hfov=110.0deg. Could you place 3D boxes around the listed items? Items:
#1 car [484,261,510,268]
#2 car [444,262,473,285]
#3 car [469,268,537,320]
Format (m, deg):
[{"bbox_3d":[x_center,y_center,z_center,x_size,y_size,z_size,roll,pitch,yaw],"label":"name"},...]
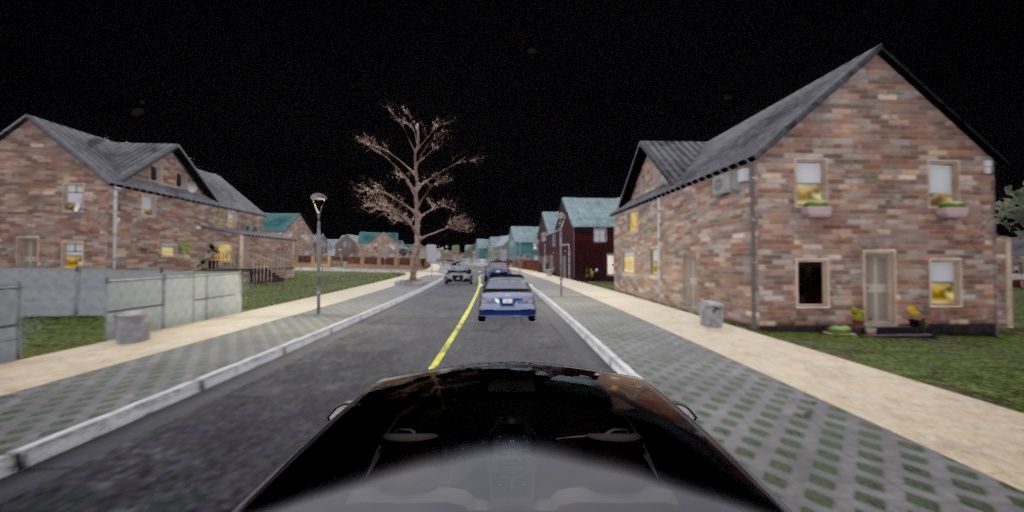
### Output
[{"bbox_3d":[-1.224,1.184,29.453,2.097,1.767,4.553,0,0,-5],"label":"car"},{"bbox_3d":[-3.918,1.387,27.022,1.994,1.385,4.181,0,0,-4],"label":"car"},{"bbox_3d":[-0.204,1.330,12.704,2.033,1.411,5.357,0,0,-2],"label":"car"}]
